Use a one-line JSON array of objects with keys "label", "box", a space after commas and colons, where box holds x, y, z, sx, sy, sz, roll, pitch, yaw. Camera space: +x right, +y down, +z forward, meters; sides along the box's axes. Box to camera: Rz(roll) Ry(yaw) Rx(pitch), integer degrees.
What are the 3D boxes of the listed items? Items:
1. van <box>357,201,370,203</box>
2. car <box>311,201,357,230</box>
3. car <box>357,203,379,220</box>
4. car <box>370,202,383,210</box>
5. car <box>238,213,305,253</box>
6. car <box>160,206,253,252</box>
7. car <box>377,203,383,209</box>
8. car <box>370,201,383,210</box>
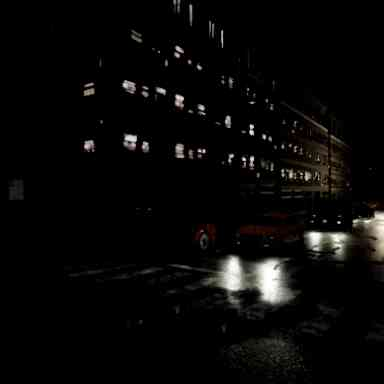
[{"label": "van", "box": [26.709, 2.454, 52.911, 1.690, 1.788, 3.998, -1, -2, 35]}, {"label": "car", "box": [11.000, 1.751, 25.900, 2.150, 2.045, 5.566, 0, -1, 35]}, {"label": "car", "box": [19.773, 2.360, 38.367, 2.033, 1.411, 5.357, 0, -1, 35]}, {"label": "car", "box": [39.738, 2.977, 71.540, 1.967, 1.590, 4.097, -1, -2, 35]}, {"label": "car", "box": [3.770, 1.781, 15.562, 1.882, 1.535, 5.008, 0, -1, 35]}, {"label": "car", "box": [0.650, 1.594, 15.649, 2.192, 1.841, 5.009, -1, -2, 35]}, {"label": "car", "box": [46.253, 3.315, 80.852, 1.947, 1.339, 4.313, -1, -2, 35]}, {"label": "car", "box": [36.480, 2.745, 66.886, 2.192, 1.841, 5.009, -1, -2, 35]}]
